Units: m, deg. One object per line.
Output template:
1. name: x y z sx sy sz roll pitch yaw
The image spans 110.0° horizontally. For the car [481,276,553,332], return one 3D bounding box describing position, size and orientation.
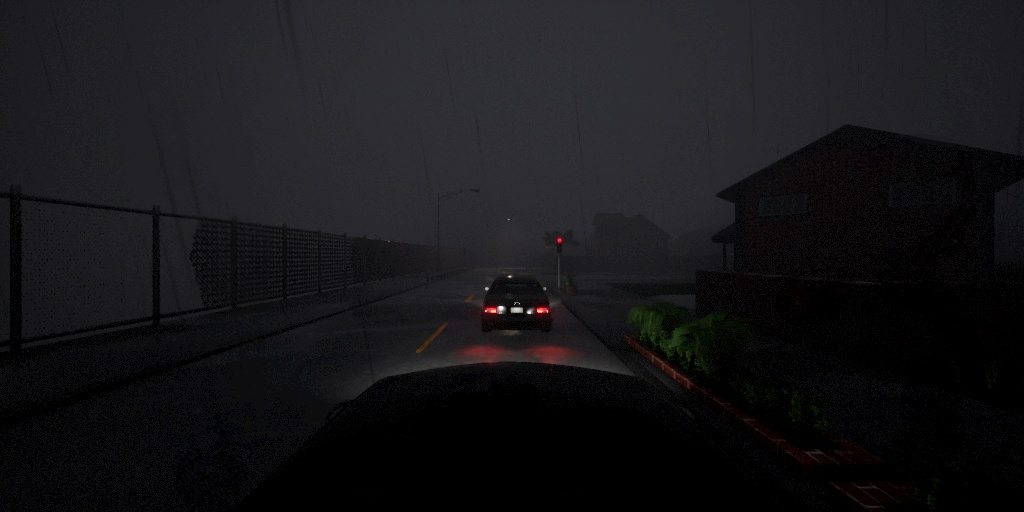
1. car: 0.116 1.297 10.780 2.033 1.411 5.357 0 0 0
